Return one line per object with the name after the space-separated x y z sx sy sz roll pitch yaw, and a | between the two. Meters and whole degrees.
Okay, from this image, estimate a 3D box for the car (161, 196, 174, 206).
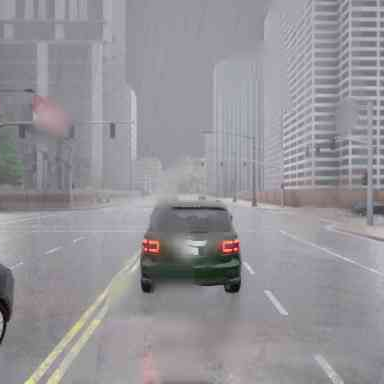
-4.060 1.477 55.654 1.882 1.535 5.008 0 0 0 | car

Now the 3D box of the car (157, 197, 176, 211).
-3.233 1.477 41.598 1.882 1.535 5.008 0 0 -10 | car

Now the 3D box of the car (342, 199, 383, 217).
16.641 1.525 30.192 4.674 1.442 1.812 0 0 0 | car

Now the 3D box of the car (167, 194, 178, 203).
-4.092 1.352 69.443 2.097 1.767 4.553 0 0 0 | car

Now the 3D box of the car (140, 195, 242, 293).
-0.022 1.221 9.003 2.150 2.045 5.566 0 0 0 | car

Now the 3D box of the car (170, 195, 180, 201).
-4.210 1.528 83.003 2.033 1.411 5.357 0 0 0 | car

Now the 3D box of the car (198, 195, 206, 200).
2.724 1.500 90.613 1.837 1.490 4.892 0 0 0 | car

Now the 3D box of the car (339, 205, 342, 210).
19.460 1.547 37.372 5.357 1.411 2.033 0 0 -1 | car

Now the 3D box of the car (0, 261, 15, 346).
-3.616 1.501 3.172 1.837 1.490 4.892 0 1 -1 | car
